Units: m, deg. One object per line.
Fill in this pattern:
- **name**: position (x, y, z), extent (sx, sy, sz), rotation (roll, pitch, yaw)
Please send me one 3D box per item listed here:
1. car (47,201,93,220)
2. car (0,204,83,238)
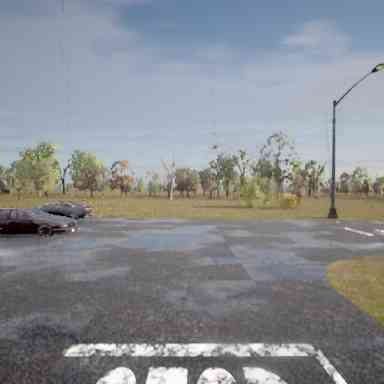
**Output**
- **car**: position (-9.583, 1.365, 23.780), extent (4.902, 1.511, 2.128), rotation (1, 1, 0)
- **car**: position (-8.658, 1.498, 16.777), extent (5.357, 1.411, 2.033), rotation (1, 1, 0)
